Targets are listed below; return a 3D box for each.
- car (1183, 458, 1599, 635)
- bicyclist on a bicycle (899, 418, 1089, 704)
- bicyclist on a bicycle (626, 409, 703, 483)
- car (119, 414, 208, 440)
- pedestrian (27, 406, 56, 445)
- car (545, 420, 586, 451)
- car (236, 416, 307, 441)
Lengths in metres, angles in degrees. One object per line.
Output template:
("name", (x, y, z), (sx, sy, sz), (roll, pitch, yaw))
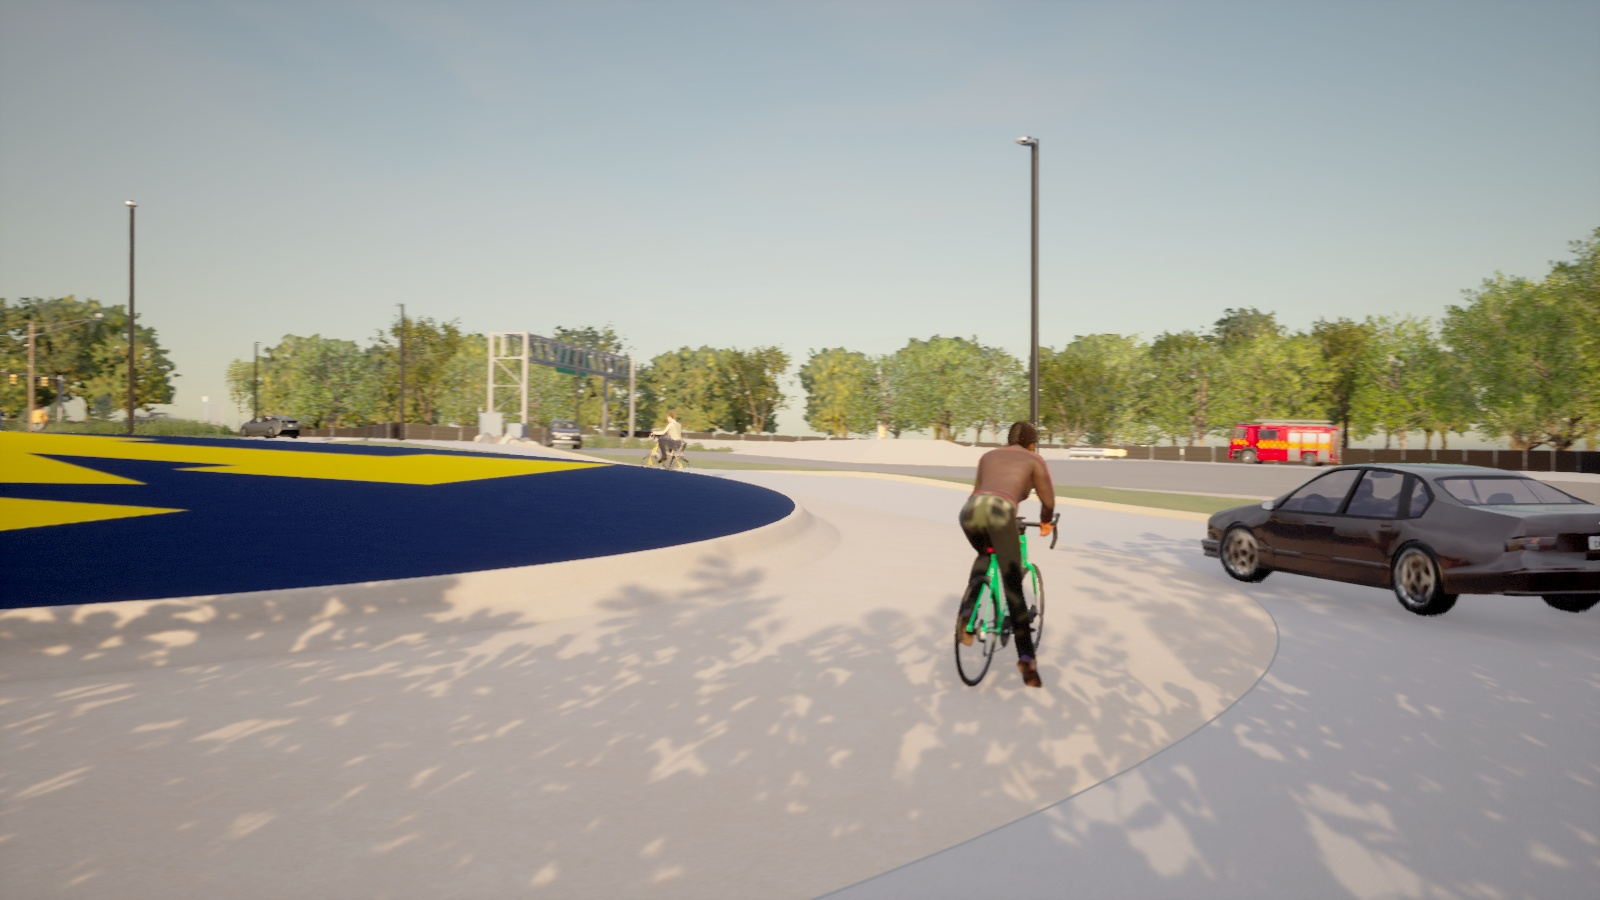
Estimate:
("car", (6.263, 0.806, 13.062), (2.033, 1.411, 5.357), (0, 0, -12))
("bicyclist on a bicycle", (1.285, 0.635, 8.040), (0.582, 1.620, 1.656), (3, 2, 29))
("bicyclist on a bicycle", (-3.180, -0.106, 29.439), (1.509, 1.612, 0.866), (5, 2, 34))
("car", (-38.789, -1.404, 76.547), (4.902, 1.511, 2.128), (1, 1, 22))
("pedestrian", (-36.855, -1.181, 61.038), (0.874, 1.855, 0.900), (0, 0, 1))
("car", (-12.433, -0.770, 66.458), (1.789, 1.549, 3.705), (2, 0, -15))
("car", (-34.372, -1.388, 81.662), (4.514, 1.525, 2.007), (1, 0, 32))
